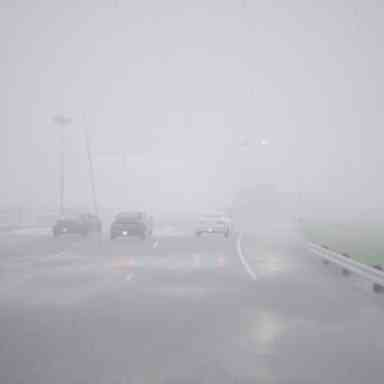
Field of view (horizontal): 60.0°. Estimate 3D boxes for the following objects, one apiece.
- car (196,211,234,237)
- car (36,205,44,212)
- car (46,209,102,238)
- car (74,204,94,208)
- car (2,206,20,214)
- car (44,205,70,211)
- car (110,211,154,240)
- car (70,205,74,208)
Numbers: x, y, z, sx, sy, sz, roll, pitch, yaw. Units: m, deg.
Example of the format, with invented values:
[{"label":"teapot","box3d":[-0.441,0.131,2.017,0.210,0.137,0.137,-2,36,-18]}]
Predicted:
[{"label":"car","box3d":[1.441,1.876,20.165,1.812,1.442,4.674,-1,-2,12]},{"label":"car","box3d":[-30.994,3.396,67.894,2.033,1.411,5.357,0,-2,1]},{"label":"car","box3d":[-6.897,1.923,20.348,1.812,1.442,4.674,0,-1,0]},{"label":"car","box3d":[-27.282,4.113,84.115,2.033,1.411,5.357,0,-3,1]},{"label":"car","box3d":[-27.756,2.800,51.931,1.994,1.385,4.181,0,-2,1]},{"label":"car","box3d":[-27.494,3.383,67.912,2.128,1.511,4.902,0,-2,1]},{"label":"car","box3d":[-3.405,1.864,19.297,1.837,1.490,4.892,-1,-1,0]},{"label":"car","box3d":[-30.782,4.071,84.107,1.837,1.490,4.892,0,-3,1]}]
